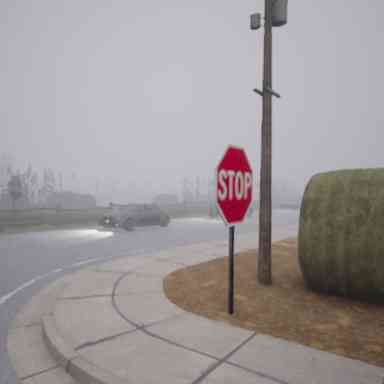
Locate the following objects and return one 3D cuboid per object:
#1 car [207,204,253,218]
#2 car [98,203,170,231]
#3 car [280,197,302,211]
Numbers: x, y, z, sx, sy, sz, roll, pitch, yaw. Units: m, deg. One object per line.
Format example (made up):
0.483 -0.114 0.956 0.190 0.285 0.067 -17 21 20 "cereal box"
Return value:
3.152 1.276 26.746 1.837 1.490 4.892 1 1 38 "car"
-3.142 1.330 18.742 1.994 1.385 4.181 1 1 38 "car"
11.864 1.330 37.802 2.033 1.411 5.357 1 1 38 "car"
